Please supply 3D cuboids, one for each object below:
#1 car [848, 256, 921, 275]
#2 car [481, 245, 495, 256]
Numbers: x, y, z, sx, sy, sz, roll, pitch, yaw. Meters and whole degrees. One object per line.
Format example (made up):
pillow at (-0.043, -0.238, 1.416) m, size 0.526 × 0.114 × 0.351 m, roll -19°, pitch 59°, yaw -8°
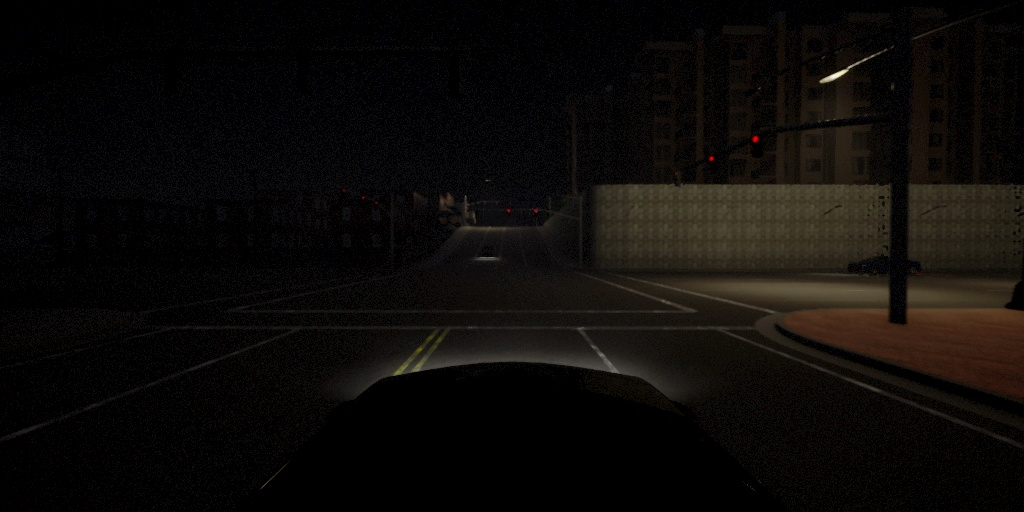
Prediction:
car at (31.404, 0.779, 30.342) m, size 5.008 × 1.535 × 1.882 m, roll 0°, pitch 1°, yaw 0°
car at (-3.507, -0.838, 53.152) m, size 2.033 × 1.411 × 5.357 m, roll 0°, pitch 10°, yaw 0°
